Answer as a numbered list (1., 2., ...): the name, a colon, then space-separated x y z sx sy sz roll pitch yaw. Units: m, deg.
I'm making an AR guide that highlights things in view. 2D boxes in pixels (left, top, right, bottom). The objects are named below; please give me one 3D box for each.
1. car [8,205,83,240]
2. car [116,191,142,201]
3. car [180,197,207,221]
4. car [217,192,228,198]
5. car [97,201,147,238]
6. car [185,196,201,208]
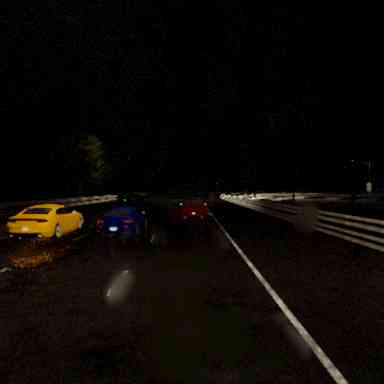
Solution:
1. car: -6.900 1.361 16.216 1.882 1.535 5.008 0 0 0
2. car: -6.895 0.934 36.886 2.150 2.045 5.566 0 1 0
3. car: 0.104 1.290 25.203 1.882 1.535 5.008 0 0 0
4. car: 7.374 0.737 81.595 2.128 1.511 4.902 0 0 -10
5. car: -3.399 1.406 16.662 1.812 1.442 4.674 0 0 0
6. car: 0.108 1.266 41.947 1.895 1.301 4.718 0 1 0
